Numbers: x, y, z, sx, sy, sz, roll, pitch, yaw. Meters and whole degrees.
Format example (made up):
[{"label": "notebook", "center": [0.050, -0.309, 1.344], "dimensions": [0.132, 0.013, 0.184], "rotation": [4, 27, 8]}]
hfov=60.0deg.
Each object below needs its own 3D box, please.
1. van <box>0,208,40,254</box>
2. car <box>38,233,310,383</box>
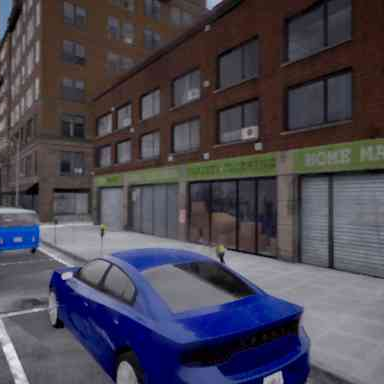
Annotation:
[{"label": "van", "center": [-7.636, 1.590, 14.009], "dimensions": [1.690, 1.788, 3.998], "rotation": [1, -1, -36]}, {"label": "car", "center": [-0.724, 1.581, 5.003], "dimensions": [1.882, 1.535, 5.008], "rotation": [1, -1, -36]}]
